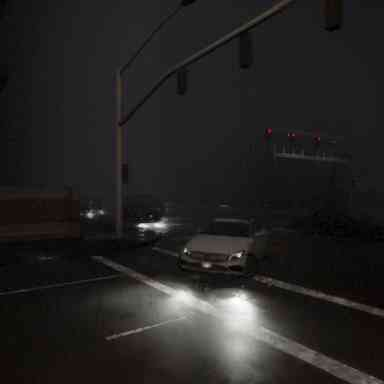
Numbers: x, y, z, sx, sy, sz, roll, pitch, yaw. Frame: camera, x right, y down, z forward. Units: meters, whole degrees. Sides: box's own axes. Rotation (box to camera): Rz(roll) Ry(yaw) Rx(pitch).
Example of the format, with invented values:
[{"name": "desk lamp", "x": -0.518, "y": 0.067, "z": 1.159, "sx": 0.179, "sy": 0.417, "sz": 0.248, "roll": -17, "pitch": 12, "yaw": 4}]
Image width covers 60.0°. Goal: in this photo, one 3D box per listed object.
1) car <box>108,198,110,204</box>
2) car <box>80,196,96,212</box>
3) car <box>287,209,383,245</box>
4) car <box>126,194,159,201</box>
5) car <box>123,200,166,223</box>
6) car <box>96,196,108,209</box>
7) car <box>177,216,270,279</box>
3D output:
[{"name": "car", "x": -16.865, "y": 1.471, "z": 61.586, "sx": 1.882, "sy": 1.535, "sz": 5.008, "roll": 0, "pitch": 0, "yaw": -36}, {"name": "car", "x": -13.075, "y": 1.474, "z": 37.989, "sx": 1.882, "sy": 1.535, "sz": 5.008, "roll": 0, "pitch": 0, "yaw": -36}, {"name": "car", "x": 7.138, "y": 1.544, "z": 15.858, "sx": 2.033, "sy": 1.411, "sz": 5.357, "roll": 0, "pitch": 0, "yaw": -36}, {"name": "car", "x": -4.684, "y": 1.217, "z": 32.306, "sx": 2.150, "sy": 2.045, "sz": 5.566, "roll": 0, "pitch": 0, "yaw": -36}, {"name": "car", "x": -4.101, "y": 1.560, "z": 25.496, "sx": 1.994, "sy": 1.385, "sz": 4.181, "roll": 0, "pitch": 0, "yaw": -36}, {"name": "car", "x": -13.390, "y": 1.349, "z": 44.438, "sx": 2.097, "sy": 1.767, "sz": 4.553, "roll": 0, "pitch": 0, "yaw": -36}, {"name": "car", "x": 1.268, "y": 1.524, "z": 10.344, "sx": 1.812, "sy": 1.442, "sz": 4.674, "roll": 1, "pitch": 1, "yaw": 23}]
